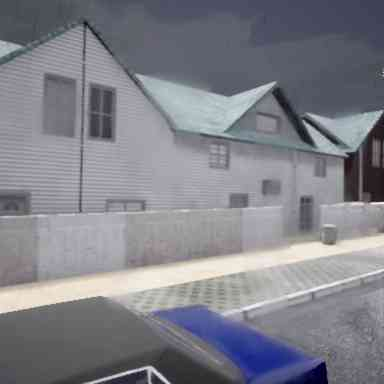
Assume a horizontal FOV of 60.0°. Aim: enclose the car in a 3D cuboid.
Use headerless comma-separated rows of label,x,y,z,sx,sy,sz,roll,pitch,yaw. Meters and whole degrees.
car,-1.245,1.603,2.185,4.718,1.301,1.895,0,0,-36
